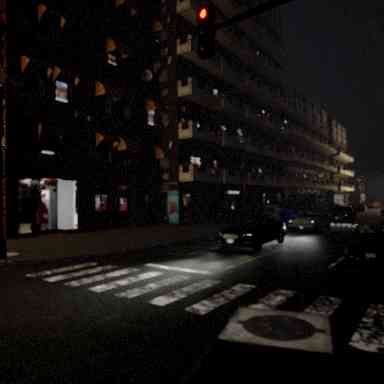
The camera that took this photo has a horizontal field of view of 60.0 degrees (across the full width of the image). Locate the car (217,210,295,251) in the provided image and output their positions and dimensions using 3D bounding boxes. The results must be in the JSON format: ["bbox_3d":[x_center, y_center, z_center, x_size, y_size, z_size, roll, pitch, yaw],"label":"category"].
[{"bbox_3d":[2.973,1.826,15.984,2.128,1.511,4.902,-2,-2,35],"label":"car"}]

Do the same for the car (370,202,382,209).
[{"bbox_3d":[39.090,2.818,70.692,1.802,1.307,4.206,-2,-2,36],"label":"car"}]

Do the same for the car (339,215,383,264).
[{"bbox_3d":[6.613,1.699,11.747,2.008,1.369,4.403,-2,-2,36],"label":"car"}]

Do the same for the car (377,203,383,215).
[{"bbox_3d":[24.685,2.213,41.237,1.994,1.385,4.181,-2,-2,35],"label":"car"}]

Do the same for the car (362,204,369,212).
[{"bbox_3d":[26.127,2.513,52.569,1.947,1.339,4.313,-2,-2,36],"label":"car"}]

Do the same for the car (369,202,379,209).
[{"bbox_3d":[35.749,2.686,66.025,1.752,1.417,4.829,-2,-2,36],"label":"car"}]

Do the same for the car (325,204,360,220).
[{"bbox_3d":[14.451,2.100,31.996,1.812,1.442,4.674,-2,-2,36],"label":"car"}]

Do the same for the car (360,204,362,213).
[{"bbox_3d":[22.787,2.399,47.901,1.752,1.417,4.829,-2,-2,36],"label":"car"}]

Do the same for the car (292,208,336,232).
[{"bbox_3d":[8.419,2.048,23.576,1.895,1.301,4.718,-2,-2,36],"label":"car"}]

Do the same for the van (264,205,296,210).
[{"bbox_3d":[6.680,1.872,25.392,1.690,1.788,3.998,-2,-2,36],"label":"van"}]

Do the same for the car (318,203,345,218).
[{"bbox_3d":[16.404,2.177,38.981,1.967,1.590,4.097,-2,-2,36],"label":"car"}]
